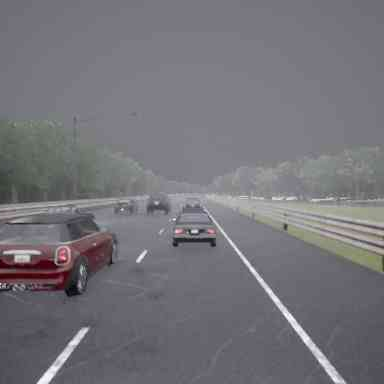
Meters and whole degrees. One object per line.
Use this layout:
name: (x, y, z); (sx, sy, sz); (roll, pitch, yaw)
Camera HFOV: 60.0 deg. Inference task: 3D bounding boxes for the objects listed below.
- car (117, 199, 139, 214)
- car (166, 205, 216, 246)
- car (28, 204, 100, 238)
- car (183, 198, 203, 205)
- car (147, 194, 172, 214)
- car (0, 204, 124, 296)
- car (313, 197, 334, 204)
car: (-6.911, 1.512, 35.481); (1.837, 1.490, 4.892); (0, -1, 0)
car: (0.097, 1.553, 15.237); (2.033, 1.411, 5.357); (0, 0, 0)
car: (-6.905, 1.499, 18.596); (2.128, 1.511, 4.902); (0, 0, 0)
car: (0.090, 1.380, 35.132); (2.097, 1.767, 4.553); (0, 0, 0)
car: (-3.398, 1.236, 34.689); (2.150, 2.045, 5.566); (1, -1, 0)
car: (-3.404, 1.354, 8.788); (2.097, 1.767, 4.553); (0, 0, 0)
car: (28.574, 1.820, 72.467); (1.837, 1.490, 4.892); (0, 0, -26)
